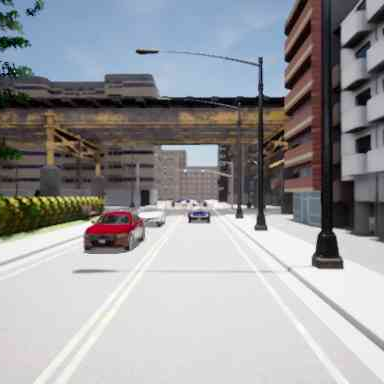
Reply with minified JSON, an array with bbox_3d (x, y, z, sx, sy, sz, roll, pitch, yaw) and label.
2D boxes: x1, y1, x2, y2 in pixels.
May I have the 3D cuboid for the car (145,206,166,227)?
[{"bbox_3d":[-3.052,1.789,25.188,1.812,1.442,4.674,0,-1,1],"label":"car"}]

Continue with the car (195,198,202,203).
[{"bbox_3d":[1.774,2.219,88.347,1.853,1.218,4.536,0,-1,1],"label":"car"}]

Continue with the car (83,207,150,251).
[{"bbox_3d":[-3.336,1.634,15.043,1.882,1.535,5.008,0,-1,1],"label":"car"}]

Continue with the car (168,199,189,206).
[{"bbox_3d":[-2.486,1.943,62.130,1.853,1.218,4.536,0,-1,26],"label":"car"}]

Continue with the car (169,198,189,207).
[{"bbox_3d":[-2.508,2.100,62.081,2.038,1.542,4.974,0,-1,26],"label":"car"}]

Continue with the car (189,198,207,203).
[{"bbox_3d":[1.645,2.098,61.696,2.038,1.542,4.974,0,-1,-19],"label":"car"}]

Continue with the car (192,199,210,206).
[{"bbox_3d":[1.628,1.941,61.747,1.853,1.218,4.536,0,-1,-19],"label":"car"}]

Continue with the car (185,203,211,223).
[{"bbox_3d":[0.615,1.903,28.800,1.895,1.301,4.718,0,-1,1],"label":"car"}]

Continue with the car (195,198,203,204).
[{"bbox_3d":[1.773,2.376,88.294,2.038,1.542,4.974,0,-1,1],"label":"car"}]
